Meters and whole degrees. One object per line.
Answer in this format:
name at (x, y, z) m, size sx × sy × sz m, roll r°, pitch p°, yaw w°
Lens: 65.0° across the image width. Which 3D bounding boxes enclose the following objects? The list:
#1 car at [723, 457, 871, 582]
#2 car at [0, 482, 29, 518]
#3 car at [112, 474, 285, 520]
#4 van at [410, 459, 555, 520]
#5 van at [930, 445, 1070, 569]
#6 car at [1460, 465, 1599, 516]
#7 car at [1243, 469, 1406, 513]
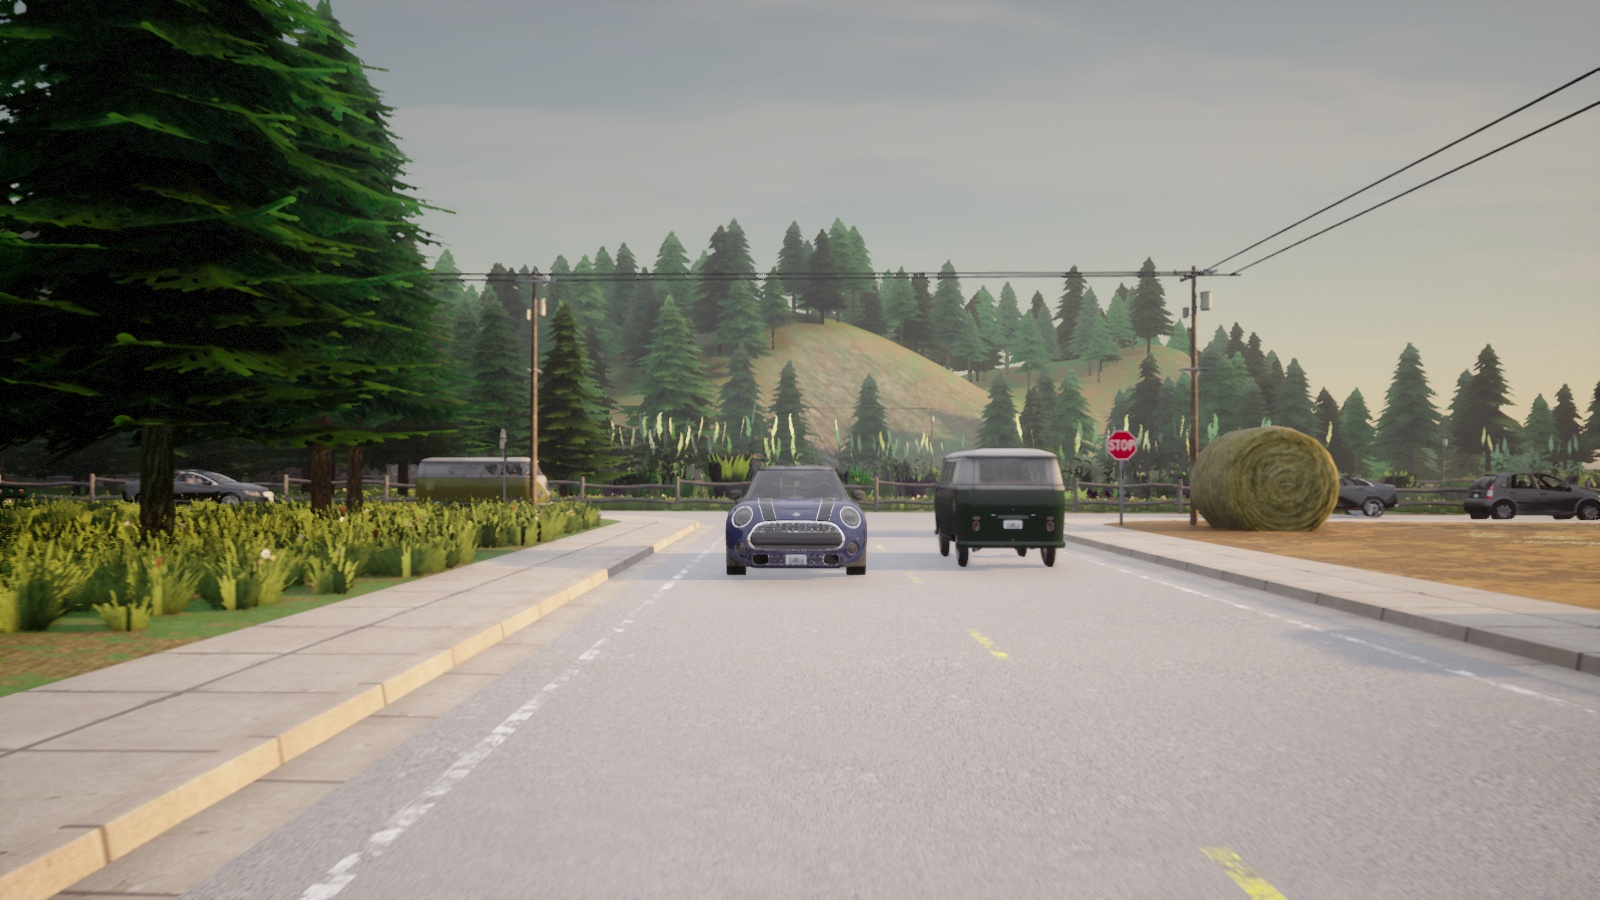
car at (-0.050, 1.032, 20.231) m, size 2.097 × 1.767 × 4.553 m, roll 0°, pitch -1°, yaw 0°
car at (-31.507, 1.837, 46.558) m, size 4.718 × 1.301 × 1.895 m, roll 0°, pitch -1°, yaw 1°
car at (-20.462, 1.575, 42.859) m, size 4.902 × 1.511 × 2.128 m, roll 0°, pitch -1°, yaw 2°
van at (-10.696, 1.326, 42.463) m, size 4.442 × 1.987 × 1.775 m, roll 0°, pitch -1°, yaw 3°
van at (3.444, 0.950, 22.409) m, size 1.775 × 1.987 × 4.442 m, roll 0°, pitch -1°, yaw 0°
car at (23.943, 1.304, 40.842) m, size 3.988 × 1.617 × 1.851 m, roll 0°, pitch -1°, yaw 3°
car at (18.549, 1.450, 44.593) m, size 4.902 × 1.511 × 2.128 m, roll 0°, pitch -1°, yaw 3°
